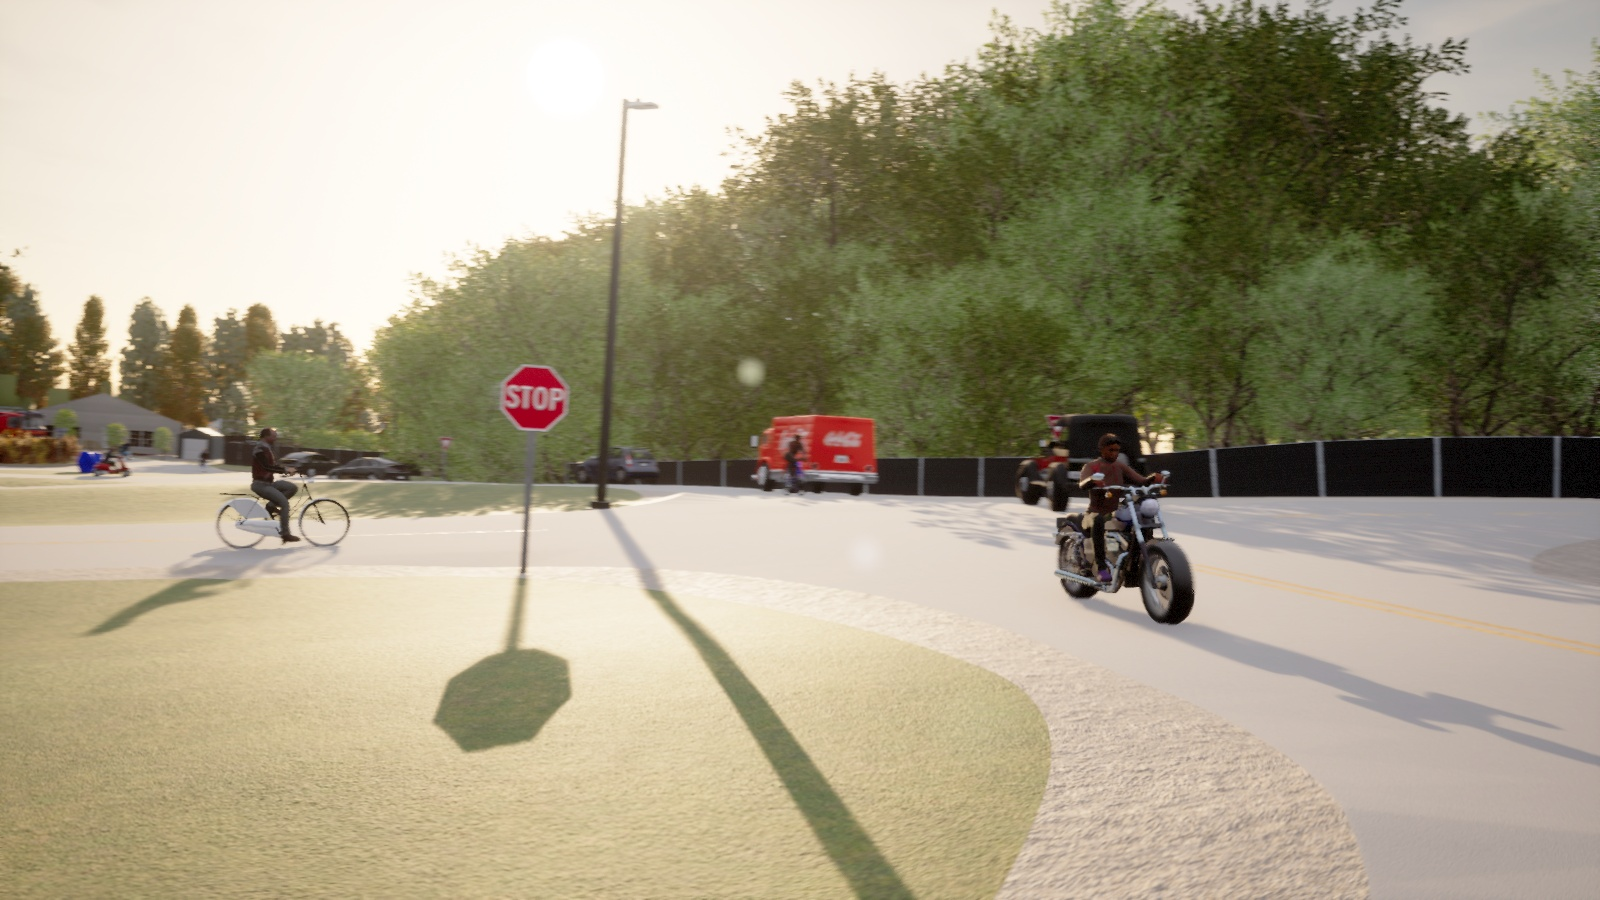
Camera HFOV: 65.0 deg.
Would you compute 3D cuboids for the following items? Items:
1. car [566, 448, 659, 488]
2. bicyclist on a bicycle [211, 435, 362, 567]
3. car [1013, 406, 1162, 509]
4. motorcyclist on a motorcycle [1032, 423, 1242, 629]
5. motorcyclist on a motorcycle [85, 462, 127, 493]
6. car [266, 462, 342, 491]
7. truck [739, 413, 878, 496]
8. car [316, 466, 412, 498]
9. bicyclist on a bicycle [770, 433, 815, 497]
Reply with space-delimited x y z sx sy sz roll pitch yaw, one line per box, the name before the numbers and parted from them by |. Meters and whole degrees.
car | -8.063 0.797 53.759 3.988 1.617 1.851 -2 -2 43
bicyclist on a bicycle | -7.364 0.709 18.079 1.843 1.776 0.659 -2 1 -9
car | 5.665 0.104 25.222 1.905 1.878 3.866 -1 1 -3
motorcyclist on a motorcycle | 2.965 0.596 11.371 0.766 1.649 2.350 -2 1 -14
motorcyclist on a motorcycle | -36.162 1.416 65.479 1.817 1.590 0.866 1 0 -25
car | -28.660 1.513 72.757 1.837 1.490 4.892 2 0 9
truck | 0.187 0.180 40.849 2.627 2.467 5.204 2 -1 -23
car | -21.857 1.619 62.877 4.892 1.490 1.837 -2 -2 32
bicyclist on a bicycle | -0.201 0.403 32.735 0.582 1.620 1.656 1 -2 -23
